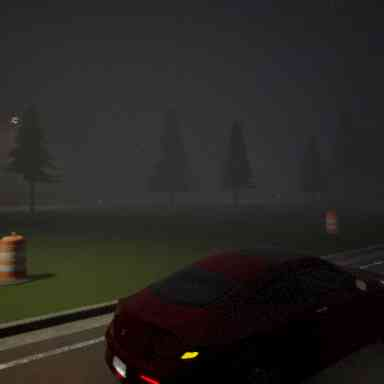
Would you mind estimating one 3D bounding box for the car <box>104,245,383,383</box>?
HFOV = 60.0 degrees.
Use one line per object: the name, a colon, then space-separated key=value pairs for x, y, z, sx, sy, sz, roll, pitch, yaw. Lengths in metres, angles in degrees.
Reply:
car: x=1.167 y=1.490 z=4.577 sx=4.674 sy=1.442 sz=1.812 roll=-1 pitch=0 yaw=-35
